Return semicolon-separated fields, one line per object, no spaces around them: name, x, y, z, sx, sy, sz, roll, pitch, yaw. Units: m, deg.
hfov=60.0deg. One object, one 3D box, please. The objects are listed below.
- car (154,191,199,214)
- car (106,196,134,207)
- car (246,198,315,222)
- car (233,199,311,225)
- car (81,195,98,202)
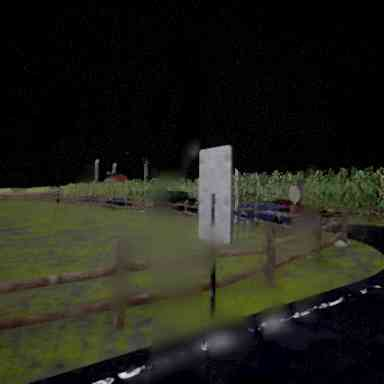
car;-1.507;0.916;31.210;2.150;2.045;5.566;1;0;-35
car;-9.091;1.212;41.982;1.895;1.301;4.718;1;0;-35
car;6.479;1.265;25.011;1.882;1.535;5.008;1;0;-35
car;4.946;1.316;21.990;2.033;1.411;5.357;1;0;-34
car;-18.838;1.122;60.901;1.895;1.301;4.718;1;0;-36
